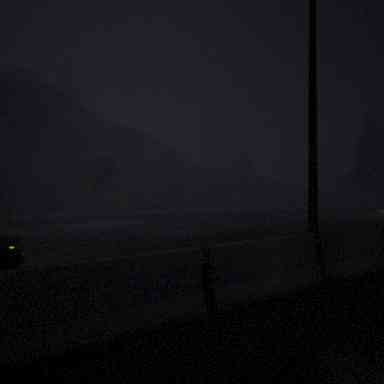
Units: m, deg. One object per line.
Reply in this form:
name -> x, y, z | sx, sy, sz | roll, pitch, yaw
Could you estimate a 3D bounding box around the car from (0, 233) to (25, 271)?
car -> -6.540, 1.514, 7.805 | 4.674, 1.442, 1.812 | 0, 0, -35
